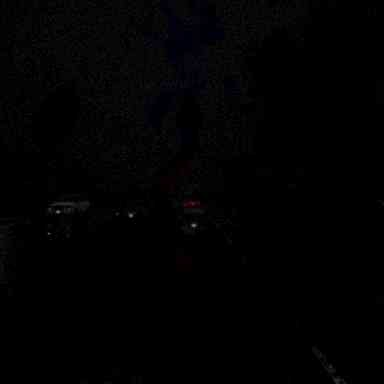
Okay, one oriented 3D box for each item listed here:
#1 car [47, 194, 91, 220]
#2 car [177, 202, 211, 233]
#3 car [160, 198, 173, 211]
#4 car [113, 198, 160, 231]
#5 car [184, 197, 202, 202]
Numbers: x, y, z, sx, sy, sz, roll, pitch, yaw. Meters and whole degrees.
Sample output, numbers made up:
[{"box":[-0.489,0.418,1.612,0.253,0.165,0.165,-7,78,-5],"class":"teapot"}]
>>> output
[{"box":[-10.504,1.218,28.883,2.150,2.045,5.566,0,0,0],"class":"car"},{"box":[0.088,1.525,19.407,1.812,1.442,4.674,0,0,0],"class":"car"},{"box":[-3.397,1.479,40.763,1.882,1.535,5.008,0,0,0],"class":"car"},{"box":[-3.398,1.352,20.676,2.097,1.767,4.553,0,0,0],"class":"car"},{"box":[0.103,1.350,38.840,2.097,1.767,4.553,0,0,0],"class":"car"}]
